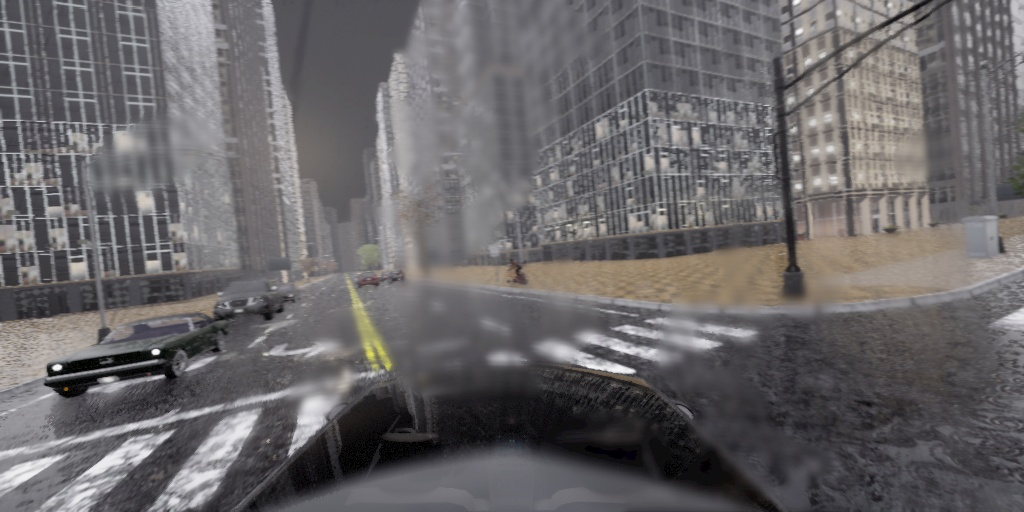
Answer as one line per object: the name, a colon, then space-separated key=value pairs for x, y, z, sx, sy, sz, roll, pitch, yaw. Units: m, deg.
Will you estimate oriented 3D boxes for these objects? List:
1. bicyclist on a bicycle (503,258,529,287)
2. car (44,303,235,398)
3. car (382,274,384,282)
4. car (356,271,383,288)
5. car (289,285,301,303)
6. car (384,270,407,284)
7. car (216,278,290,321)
bicyclist on a bicycle: x=0.178 y=0.931 z=20.455 sx=1.656 sy=1.620 sz=0.582 roll=-6 pitch=1 yaw=-25
car: x=-9.015 y=2.248 z=9.165 sx=1.895 sy=1.301 sz=4.718 roll=-6 pitch=0 yaw=-25
car: x=-17.535 y=2.842 z=50.724 sx=2.033 sy=1.411 sz=5.357 roll=-6 pitch=0 yaw=-25
car: x=-16.158 y=2.562 z=40.154 sx=2.097 sy=1.767 sz=4.553 roll=-6 pitch=0 yaw=-25
car: x=-17.965 y=3.012 z=28.395 sx=2.033 sy=1.411 sz=5.357 roll=-6 pitch=0 yaw=-25
car: x=-13.552 y=2.435 z=42.220 sx=1.837 sy=1.490 sz=4.892 roll=-6 pitch=0 yaw=-24
car: x=-13.515 y=2.278 z=18.736 sx=2.150 sy=2.045 sz=5.566 roll=-6 pitch=0 yaw=-25
